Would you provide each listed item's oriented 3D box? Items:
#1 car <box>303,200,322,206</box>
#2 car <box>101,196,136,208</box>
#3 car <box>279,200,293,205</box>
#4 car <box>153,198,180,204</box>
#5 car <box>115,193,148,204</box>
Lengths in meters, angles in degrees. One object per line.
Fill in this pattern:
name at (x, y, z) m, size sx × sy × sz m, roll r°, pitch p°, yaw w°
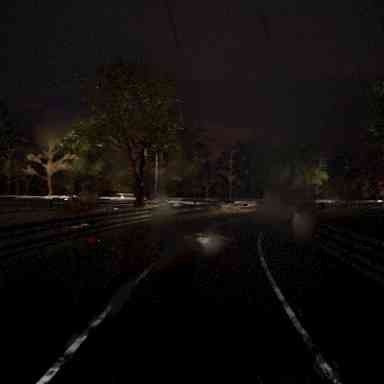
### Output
car at (30.105, 2.882, 84.088) m, size 5.008 × 1.535 × 1.882 m, roll 2°, pitch 0°, yaw -42°
car at (-10.420, 1.664, 47.673) m, size 4.718 × 1.301 × 1.895 m, roll 2°, pitch 0°, yaw -42°
car at (25.256, 2.784, 89.141) m, size 4.674 × 1.442 × 1.812 m, roll 2°, pitch 0°, yaw -42°
car at (-4.700, 1.819, 62.220) m, size 5.357 × 1.411 × 2.033 m, roll 2°, pitch 0°, yaw -42°
car at (-9.765, 1.298, 52.955) m, size 5.566 × 2.045 × 2.150 m, roll 2°, pitch 0°, yaw -42°
